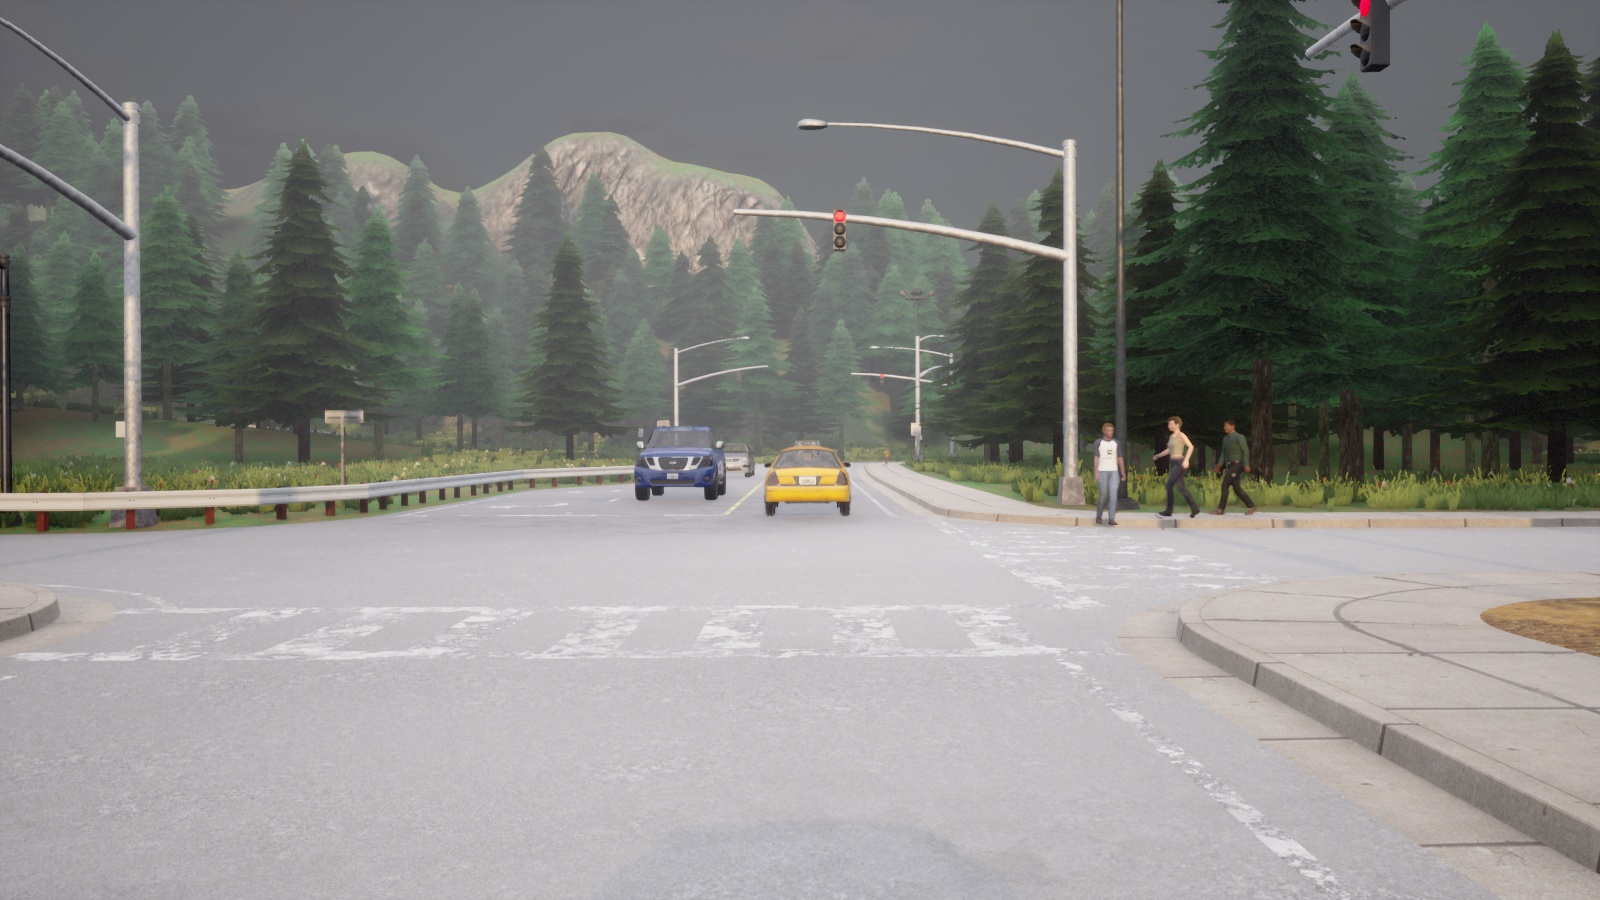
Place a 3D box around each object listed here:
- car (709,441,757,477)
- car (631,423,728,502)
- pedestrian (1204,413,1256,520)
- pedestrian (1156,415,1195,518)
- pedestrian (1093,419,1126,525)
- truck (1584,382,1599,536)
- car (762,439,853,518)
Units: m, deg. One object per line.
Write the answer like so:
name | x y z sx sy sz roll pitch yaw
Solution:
car | -3.040 0.384 57.355 1.851 1.617 3.988 0 0 2
car | -3.292 0.311 35.431 2.150 2.045 5.566 0 0 0
pedestrian | 7.910 0.293 23.103 0.788 1.949 0.423 0 0 -9
pedestrian | 6.737 0.300 22.540 0.594 1.836 0.345 0 0 2
pedestrian | 5.435 0.384 22.083 0.354 1.836 0.706 0 0 -5
truck | 15.398 0.141 19.161 5.204 2.467 2.627 0 0 1
car | 0.164 0.556 27.629 1.801 1.575 5.366 0 0 0
